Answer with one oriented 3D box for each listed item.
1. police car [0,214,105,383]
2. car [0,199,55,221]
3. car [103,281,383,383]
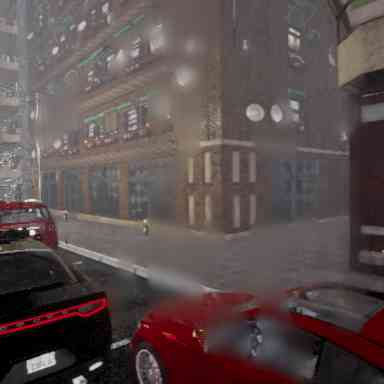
[{"bbox_3d":[-3.101,1.396,5.069,1.930,1.638,5.238,-2,1,-41],"label":"police car"},{"bbox_3d":[-6.193,1.246,11.307,2.192,1.841,5.009,-3,2,-41],"label":"car"},{"bbox_3d":[1.053,1.493,2.901,1.802,1.307,4.206,-3,2,-41],"label":"car"}]
